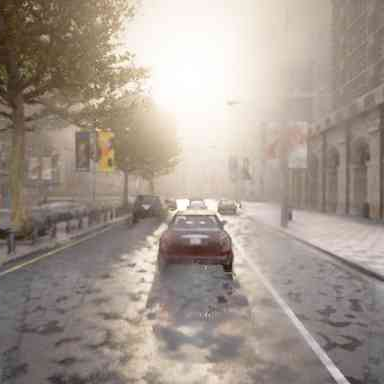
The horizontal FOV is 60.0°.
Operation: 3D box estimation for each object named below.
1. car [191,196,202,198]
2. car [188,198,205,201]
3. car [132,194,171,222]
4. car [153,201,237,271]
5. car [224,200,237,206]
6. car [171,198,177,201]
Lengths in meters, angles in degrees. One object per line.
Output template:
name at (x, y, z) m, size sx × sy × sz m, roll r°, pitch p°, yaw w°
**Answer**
car at (0.586, 1.289, 41.475) m, size 2.097 × 1.767 × 4.553 m, roll 0°, pitch 0°, yaw 1°
car at (0.394, 1.486, 26.714) m, size 1.812 × 1.442 × 4.674 m, roll 0°, pitch 0°, yaw 1°
car at (-3.107, 1.175, 25.524) m, size 2.150 × 2.045 × 5.566 m, roll 0°, pitch 0°, yaw 1°
car at (0.119, 1.335, 11.017) m, size 2.097 × 1.767 × 4.553 m, roll 0°, pitch 0°, yaw 1°
car at (3.667, 1.550, 35.795) m, size 1.895 × 1.301 × 4.718 m, roll 0°, pitch 0°, yaw 1°
car at (-2.899, 1.489, 42.738) m, size 1.994 × 1.385 × 4.181 m, roll 0°, pitch 0°, yaw 1°
